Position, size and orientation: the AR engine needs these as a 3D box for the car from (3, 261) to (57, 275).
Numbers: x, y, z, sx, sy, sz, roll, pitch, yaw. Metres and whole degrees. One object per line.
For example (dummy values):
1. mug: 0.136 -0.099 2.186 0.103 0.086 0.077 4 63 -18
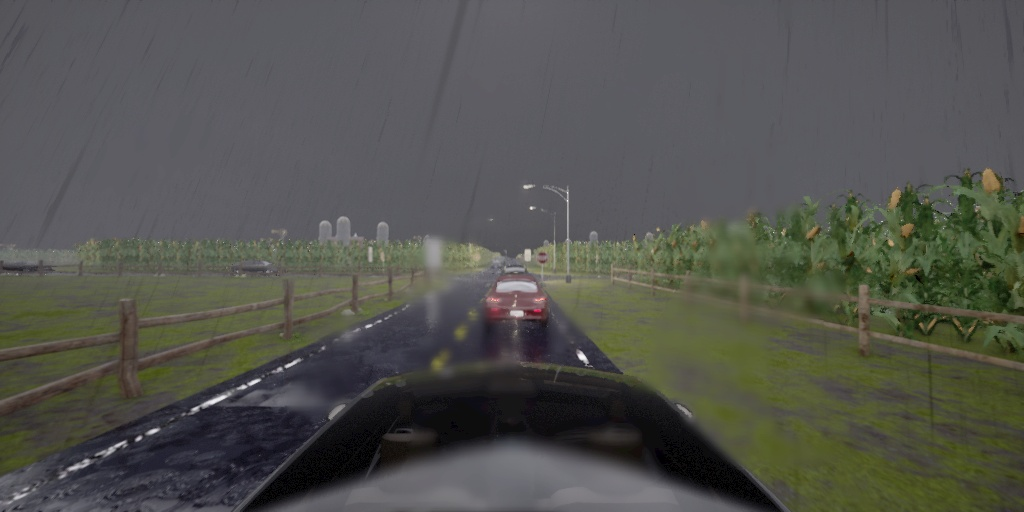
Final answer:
1. car: -47.789 1.144 35.110 4.718 1.301 1.895 0 -1 1

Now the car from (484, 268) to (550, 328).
1. car: 0.137 1.294 11.386 1.812 1.442 4.674 0 0 0

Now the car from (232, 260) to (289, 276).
1. car: -24.256 1.162 34.718 4.892 1.490 1.837 0 -1 1

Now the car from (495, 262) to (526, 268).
1. car: 0.176 1.291 21.607 1.837 1.490 4.892 0 0 0

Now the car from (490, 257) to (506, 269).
1. car: -2.574 1.378 59.942 2.033 1.411 5.357 0 0 1
